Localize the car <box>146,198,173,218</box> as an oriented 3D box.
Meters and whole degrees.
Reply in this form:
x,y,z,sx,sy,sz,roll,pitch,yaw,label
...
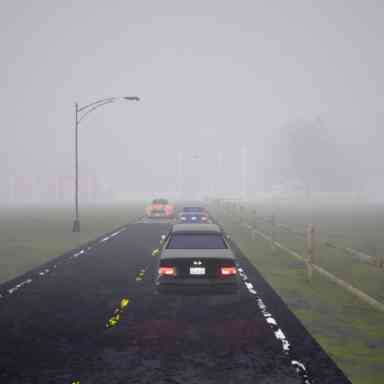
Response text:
x,y,z,sx,sy,sz,roll,pitch,yaw,label
-2.833,1.376,29.972,2.097,1.767,4.553,0,0,0,car

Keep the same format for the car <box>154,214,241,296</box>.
x,y,z,sx,sy,sz,roll,pitch,yaw,label
0.100,1.548,8.825,2.033,1.411,5.357,0,0,0,car

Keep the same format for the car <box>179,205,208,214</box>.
x,y,z,sx,sy,sz,roll,pitch,yaw,label
0.101,1.556,21.493,2.033,1.411,5.357,0,0,0,car
